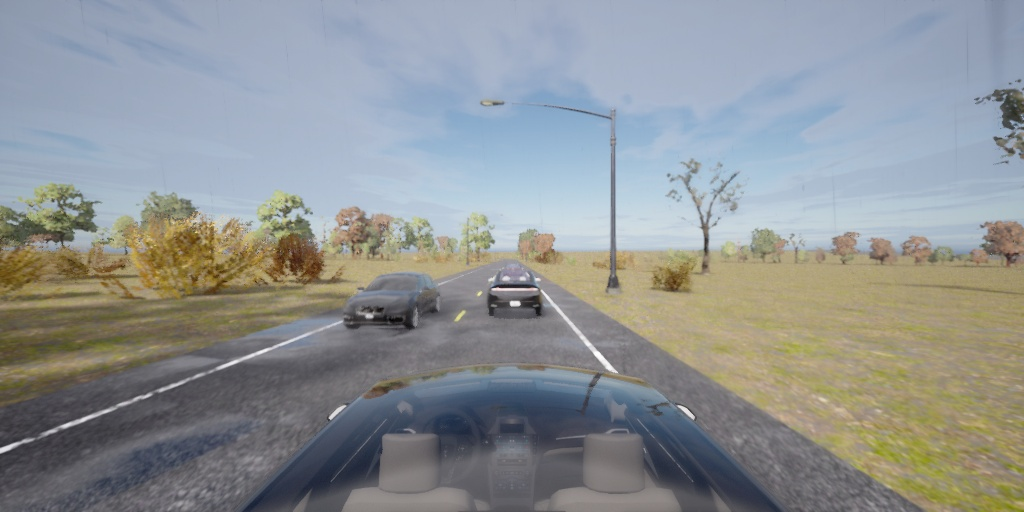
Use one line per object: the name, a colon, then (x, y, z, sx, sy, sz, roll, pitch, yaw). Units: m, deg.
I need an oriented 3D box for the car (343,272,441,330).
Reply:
car: (-3.522, 1.283, 11.354, 1.837, 1.490, 4.892, 0, -1, 1)

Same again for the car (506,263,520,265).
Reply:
car: (0.100, 1.381, 33.056, 2.033, 1.411, 5.357, 0, 0, 0)

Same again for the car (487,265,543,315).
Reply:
car: (0.100, 1.274, 13.650, 2.128, 1.511, 4.902, 0, 0, 0)
